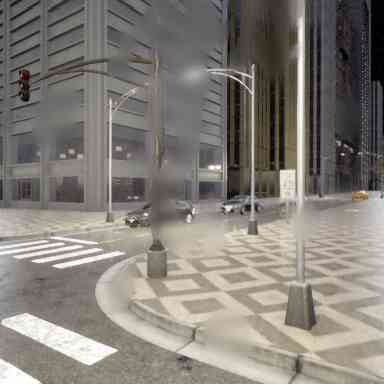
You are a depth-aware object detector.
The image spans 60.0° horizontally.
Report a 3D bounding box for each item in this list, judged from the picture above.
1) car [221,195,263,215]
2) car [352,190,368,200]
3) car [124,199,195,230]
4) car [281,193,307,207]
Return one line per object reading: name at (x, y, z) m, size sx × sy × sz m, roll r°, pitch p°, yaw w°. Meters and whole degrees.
car at (4.166, 1.037, 27.363) m, size 2.128 × 1.511 × 4.902 m, roll 0°, pitch 1°, yaw 35°
car at (27.859, 0.468, 55.071) m, size 1.882 × 1.535 × 5.008 m, roll 0°, pitch 1°, yaw 36°
car at (-1.716, 1.220, 19.116) m, size 1.837 × 1.490 × 4.892 m, roll 0°, pitch 1°, yaw 35°
car at (11.707, 0.862, 37.900) m, size 1.812 × 1.442 × 4.674 m, roll 0°, pitch 1°, yaw 36°
